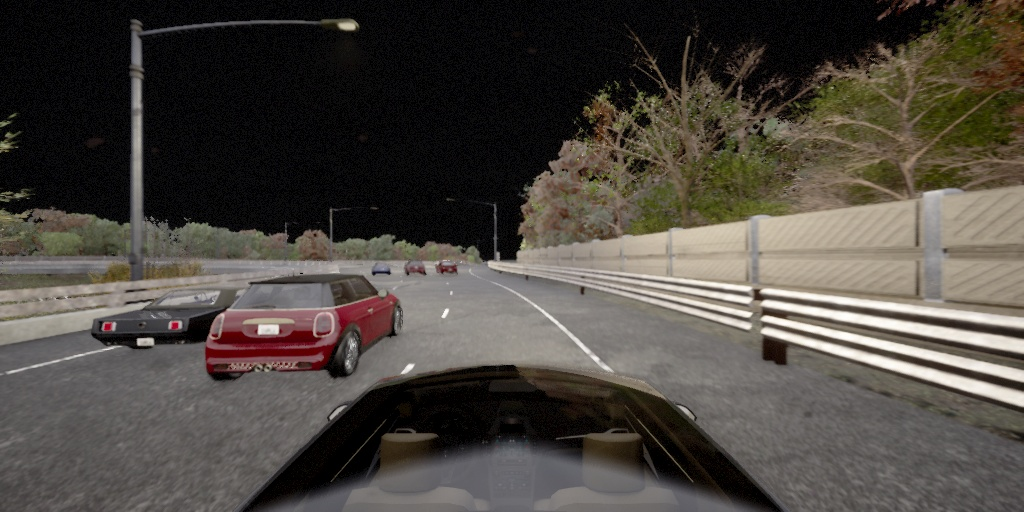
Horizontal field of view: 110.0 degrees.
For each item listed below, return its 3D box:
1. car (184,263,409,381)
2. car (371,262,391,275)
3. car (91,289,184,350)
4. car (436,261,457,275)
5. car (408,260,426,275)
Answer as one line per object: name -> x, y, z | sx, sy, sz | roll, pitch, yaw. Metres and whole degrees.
car -> -3.811, 1.136, 7.536 | 2.097, 1.767, 4.553 | 0, 0, -4
car -> -15.630, 1.497, 42.775 | 1.994, 1.385, 4.181 | 0, 0, -23
car -> -7.370, 1.408, 9.261 | 1.895, 1.301, 4.718 | 0, 0, -4
car -> -7.674, 1.366, 41.793 | 1.882, 1.535, 5.008 | 0, 0, -21
car -> -11.248, 1.258, 41.299 | 2.097, 1.767, 4.553 | 0, 0, -21
